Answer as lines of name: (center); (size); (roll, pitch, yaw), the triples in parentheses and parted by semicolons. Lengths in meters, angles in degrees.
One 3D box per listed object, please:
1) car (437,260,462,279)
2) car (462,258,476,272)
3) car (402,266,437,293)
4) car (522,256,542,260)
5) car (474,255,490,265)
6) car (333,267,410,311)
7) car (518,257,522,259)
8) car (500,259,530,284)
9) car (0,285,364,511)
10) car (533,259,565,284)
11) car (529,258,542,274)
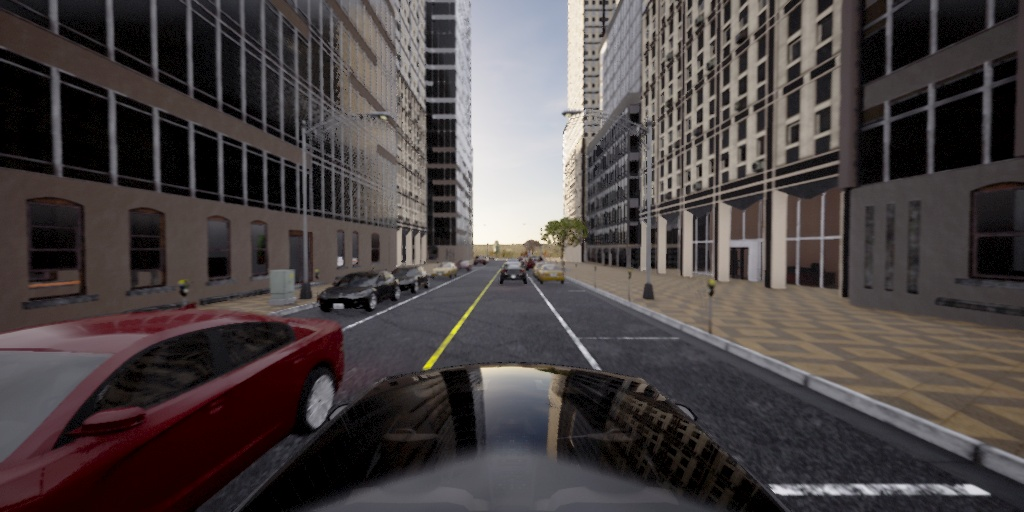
car: (-5.702, 1.133, 30.818); (1.751, 1.417, 4.829); (0, 0, 0)
car: (-5.706, 1.128, 42.337); (1.802, 1.307, 4.207); (0, 0, 0)
car: (-5.697, 1.233, 19.640); (1.948, 1.339, 4.313); (0, 0, 0)
car: (2.675, 0.858, 42.287); (2.192, 1.841, 5.009); (0, 0, 0)
car: (-5.716, 0.724, 65.036); (2.192, 1.841, 5.009); (0, 0, 0)
car: (-5.695, 1.261, 13.965); (1.948, 1.339, 4.313); (0, 0, 0)
car: (0.082, 1.065, 46.910); (2.033, 1.411, 5.357); (0, 0, 0)
car: (0.090, 1.158, 25.872); (1.812, 1.442, 4.674); (0, 0, 0)
car: (-3.106, 1.225, 2.628); (1.882, 1.535, 5.008); (0, 0, 0)
car: (2.681, 1.160, 25.433); (1.751, 1.417, 4.829); (0, 0, 0)
car: (2.679, 1.130, 31.107); (1.751, 1.417, 4.829); (0, 0, 0)
